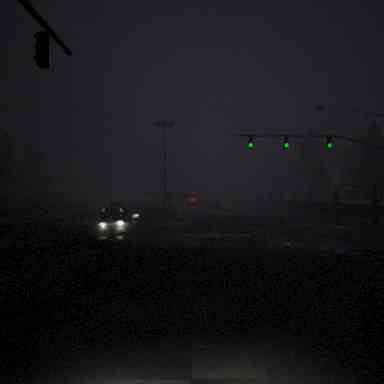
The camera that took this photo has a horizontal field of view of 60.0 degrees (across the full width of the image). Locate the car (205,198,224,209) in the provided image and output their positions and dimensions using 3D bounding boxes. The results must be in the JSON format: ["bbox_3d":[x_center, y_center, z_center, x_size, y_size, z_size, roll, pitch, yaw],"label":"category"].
[{"bbox_3d":[3.594,2.099,53.305,1.895,1.301,4.718,0,-1,0],"label":"car"}]

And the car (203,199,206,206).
[{"bbox_3d":[3.493,2.158,72.847,1.882,1.535,5.008,0,-1,0],"label":"car"}]

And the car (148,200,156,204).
[{"bbox_3d":[-7.076,2.003,51.111,1.812,1.442,4.674,0,0,0],"label":"car"}]

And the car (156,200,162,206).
[{"bbox_3d":[-7.009,2.163,64.529,1.994,1.385,4.181,0,0,0],"label":"car"}]

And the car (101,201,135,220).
[{"bbox_3d":[-7.093,1.648,31.632,2.097,1.767,4.553,0,-1,0],"label":"car"}]

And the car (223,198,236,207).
[{"bbox_3d":[6.994,2.059,62.190,1.882,1.535,5.008,0,-1,0],"label":"car"}]

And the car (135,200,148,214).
[{"bbox_3d":[-7.093,1.932,41.136,2.033,1.411,5.357,0,-1,0],"label":"car"}]

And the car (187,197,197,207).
[{"bbox_3d":[-0.006,2.186,62.634,1.895,1.301,4.718,0,-1,0],"label":"car"}]

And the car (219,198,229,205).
[{"bbox_3d":[6.993,2.035,72.610,1.812,1.442,4.674,0,-1,0],"label":"car"}]

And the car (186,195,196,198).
[{"bbox_3d":[-0.007,1.736,72.642,2.150,2.045,5.566,0,-1,0],"label":"car"}]
